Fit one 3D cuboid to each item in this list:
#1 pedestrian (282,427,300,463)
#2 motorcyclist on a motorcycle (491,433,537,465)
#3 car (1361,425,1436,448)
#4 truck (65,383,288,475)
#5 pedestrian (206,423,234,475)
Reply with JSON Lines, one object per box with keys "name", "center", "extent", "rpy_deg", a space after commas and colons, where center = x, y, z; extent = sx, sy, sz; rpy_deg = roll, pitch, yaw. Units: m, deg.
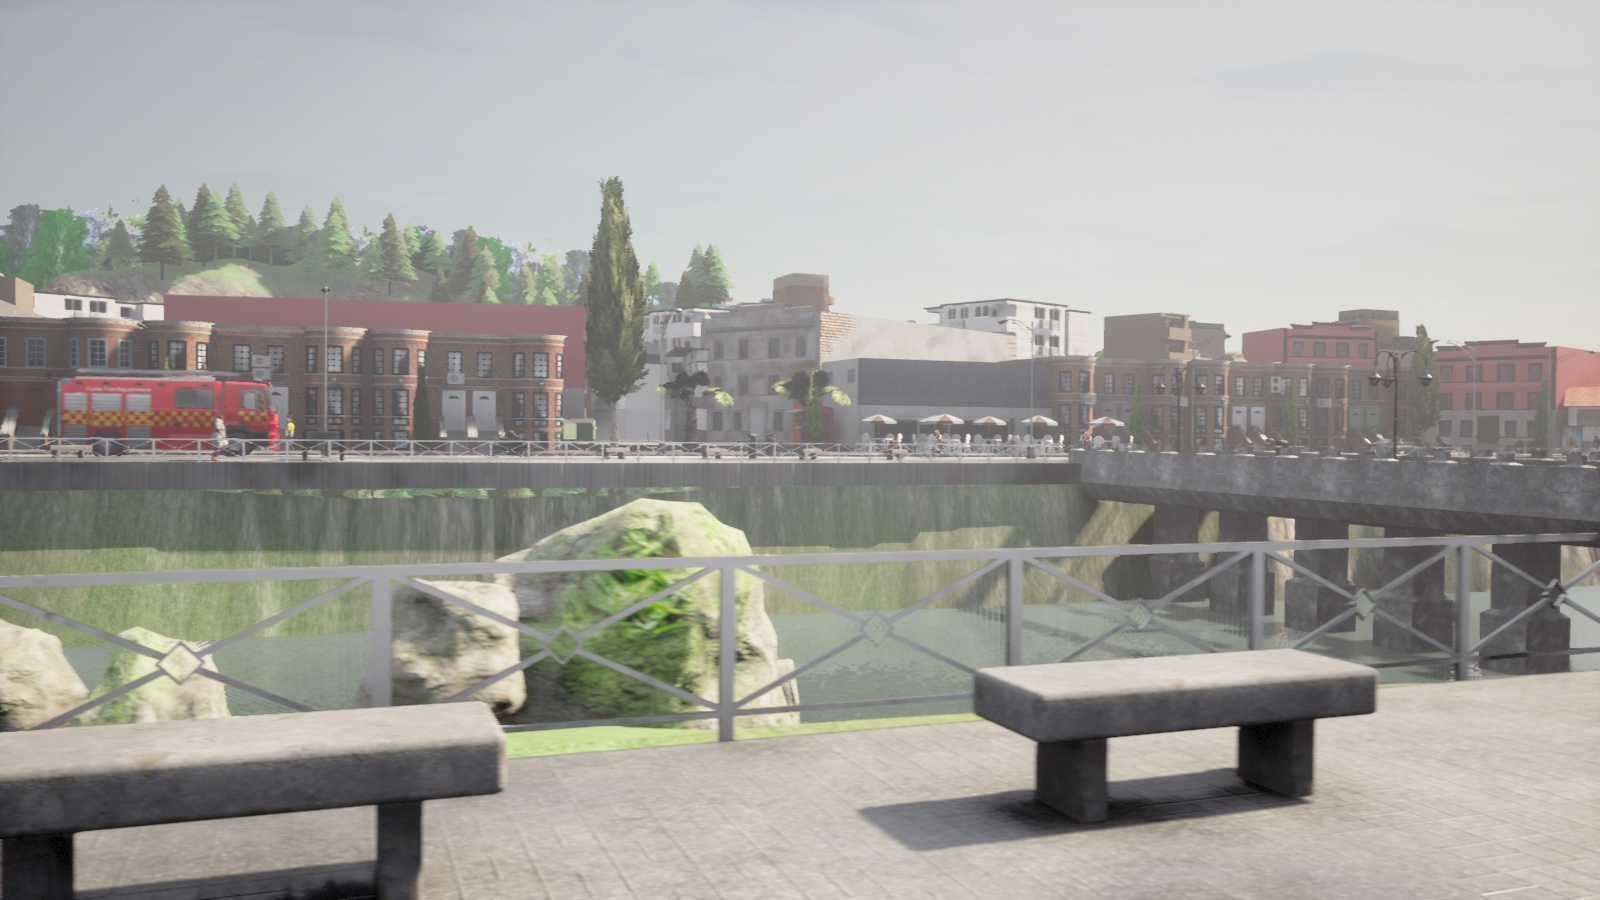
{"name": "pedestrian", "center": [-26.218, -0.261, 64.685], "extent": [0.706, 1.836, 0.354], "rpy_deg": [-1, 1, 3]}
{"name": "motorcyclist on a motorcycle", "center": [-13.733, -0.052, 60.242], "extent": [2.044, 1.523, 0.797], "rpy_deg": [-1, 1, -21]}
{"name": "car", "center": [38.078, -0.850, 79.930], "extent": [4.181, 1.385, 1.994], "rpy_deg": [-1, 1, -21]}
{"name": "truck", "center": [-27.128, -0.971, 55.138], "extent": [8.468, 3.827, 2.891], "rpy_deg": [-1, 1, -21]}
{"name": "pedestrian", "center": [-22.091, -0.032, 47.843], "extent": [0.873, 1.952, 0.659], "rpy_deg": [-1, 1, -17]}
